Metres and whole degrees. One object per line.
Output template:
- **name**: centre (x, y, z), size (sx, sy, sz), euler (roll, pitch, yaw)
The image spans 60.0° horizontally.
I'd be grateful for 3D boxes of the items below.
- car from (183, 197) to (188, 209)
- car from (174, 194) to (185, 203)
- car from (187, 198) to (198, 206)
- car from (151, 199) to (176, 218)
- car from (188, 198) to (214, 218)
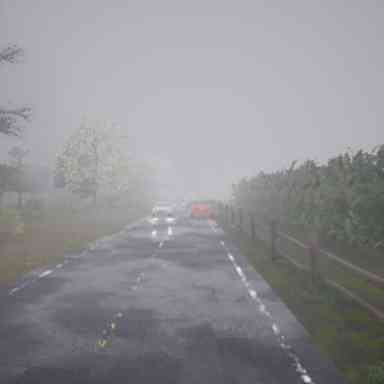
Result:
- **car**: centre (0.030, 1.752, 49.961), size (2.033, 1.411, 5.357), euler (0, 0, 0)
- **car**: centre (-2.710, 1.461, 73.272), size (2.150, 2.045, 5.566), euler (0, 0, 0)
- **car**: centre (0.036, 1.802, 61.133), size (1.994, 1.385, 4.181), euler (0, 0, 0)
- **car**: centre (-2.827, 1.671, 32.581), size (1.812, 1.442, 4.674), euler (0, 0, 0)
- **car**: centre (0.919, 1.494, 31.705), size (2.097, 1.767, 4.553), euler (0, 0, 1)
